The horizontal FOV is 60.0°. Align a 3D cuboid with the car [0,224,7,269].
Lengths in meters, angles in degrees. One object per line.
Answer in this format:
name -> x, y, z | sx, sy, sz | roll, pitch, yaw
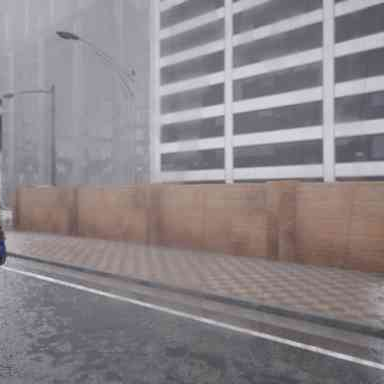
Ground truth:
car -> -7.246, 1.257, 9.100 | 5.566, 2.045, 2.150 | 0, 0, 36
